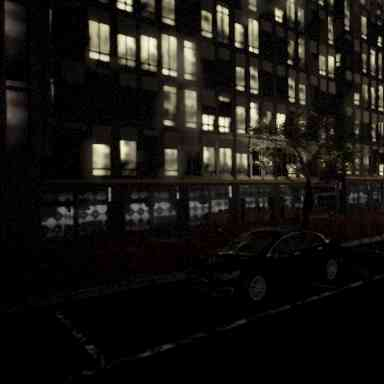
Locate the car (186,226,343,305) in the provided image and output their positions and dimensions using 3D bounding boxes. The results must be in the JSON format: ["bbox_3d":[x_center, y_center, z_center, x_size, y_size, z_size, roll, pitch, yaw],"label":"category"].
[{"bbox_3d":[1.895,1.537,7.978,4.403,1.369,2.008,-1,-1,-36],"label":"car"}]
